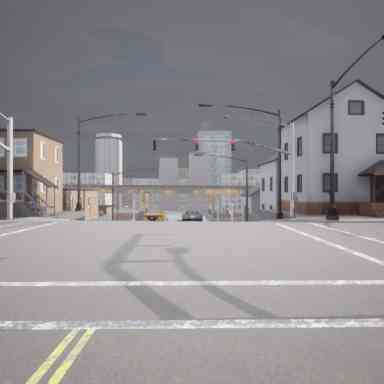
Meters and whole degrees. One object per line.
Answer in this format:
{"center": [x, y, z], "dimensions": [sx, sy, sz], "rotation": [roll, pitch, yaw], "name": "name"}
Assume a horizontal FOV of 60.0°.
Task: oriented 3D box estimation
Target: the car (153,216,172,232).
{"center": [-3.776, 4.235, 43.667], "dimensions": [2.128, 1.511, 4.902], "rotation": [0, -13, -1], "name": "car"}

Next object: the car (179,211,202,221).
{"center": [0.025, 2.636, 33.647], "dimensions": [1.994, 1.385, 4.181], "rotation": [0, -8, 0], "name": "car"}

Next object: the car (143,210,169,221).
{"center": [-3.670, 2.536, 33.444], "dimensions": [1.882, 1.535, 5.008], "rotation": [0, -9, 1], "name": "car"}
